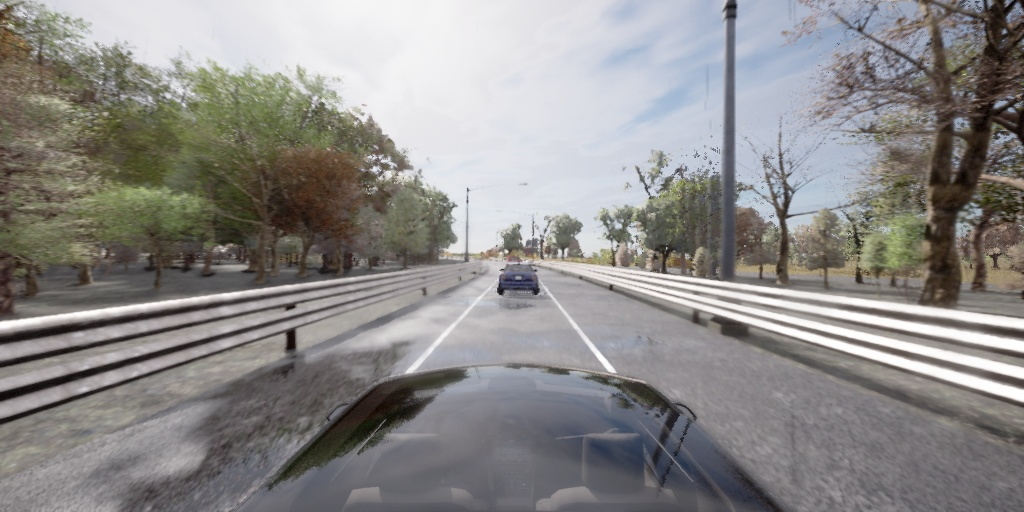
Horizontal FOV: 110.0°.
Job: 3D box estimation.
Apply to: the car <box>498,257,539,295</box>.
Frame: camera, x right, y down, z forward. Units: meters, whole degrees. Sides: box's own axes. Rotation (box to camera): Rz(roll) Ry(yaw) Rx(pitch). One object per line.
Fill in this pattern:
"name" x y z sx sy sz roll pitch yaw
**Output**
"car" 0.374 1.124 20.247 2.097 1.767 4.553 0 0 1
